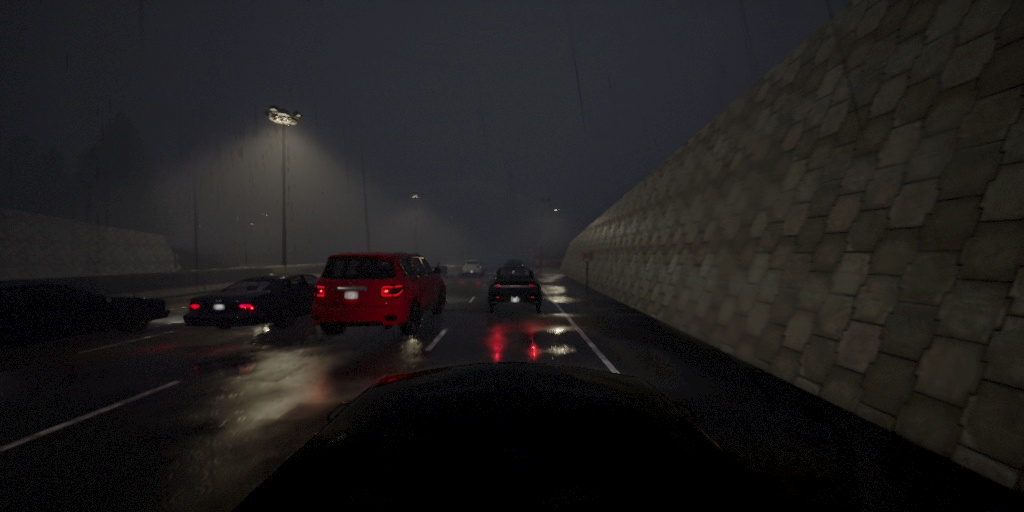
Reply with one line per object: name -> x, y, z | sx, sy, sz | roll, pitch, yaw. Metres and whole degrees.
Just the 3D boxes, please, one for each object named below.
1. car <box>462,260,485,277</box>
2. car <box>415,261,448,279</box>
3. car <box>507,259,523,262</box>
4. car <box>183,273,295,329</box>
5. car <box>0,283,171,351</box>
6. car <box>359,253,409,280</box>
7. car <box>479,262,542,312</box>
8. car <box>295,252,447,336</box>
car -> -3.418, 1.066, 32.520 | 1.812, 1.442, 4.674 | 0, 0, 0
car -> -6.908, 1.150, 31.271 | 1.895, 1.301, 4.718 | 0, 0, 0
car -> 0.291, 1.043, 32.669 | 1.837, 1.490, 4.892 | 0, 0, 3
car -> -6.902, 1.236, 10.962 | 2.033, 1.411, 5.357 | 0, 0, 0
car -> -10.397, 1.262, 7.419 | 2.033, 1.411, 5.357 | 0, 0, 0
car -> -10.406, 0.783, 29.717 | 2.150, 2.045, 5.566 | 0, 0, 0
car -> 0.098, 1.159, 13.778 | 2.128, 1.511, 4.902 | 0, 0, 0
car -> -3.403, 0.913, 10.278 | 2.150, 2.045, 5.566 | 0, 0, 0
